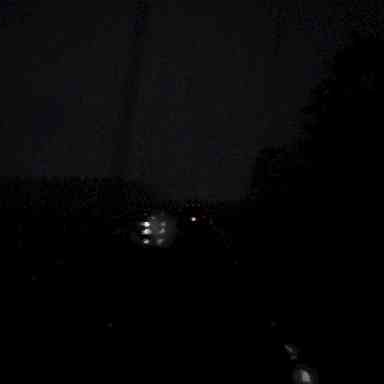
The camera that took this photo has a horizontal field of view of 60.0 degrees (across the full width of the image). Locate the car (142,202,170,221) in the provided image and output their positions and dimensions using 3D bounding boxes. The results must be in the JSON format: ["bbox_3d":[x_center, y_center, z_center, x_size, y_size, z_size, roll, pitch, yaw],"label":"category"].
[{"bbox_3d":[-2.855,1.545,27.457,2.033,1.411,5.357,0,0,0],"label":"car"}]

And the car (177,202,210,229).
[{"bbox_3d":[0.097,1.562,21.554,1.994,1.385,4.181,0,0,0],"label":"car"}]

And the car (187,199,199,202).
[{"bbox_3d":[0.093,1.544,39.804,2.033,1.411,5.357,0,0,0],"label":"car"}]
